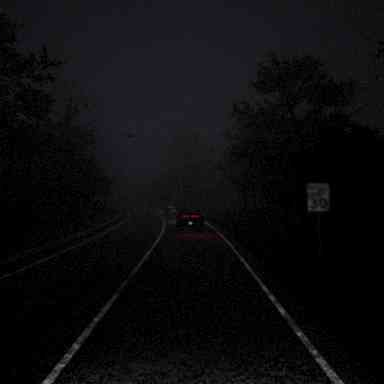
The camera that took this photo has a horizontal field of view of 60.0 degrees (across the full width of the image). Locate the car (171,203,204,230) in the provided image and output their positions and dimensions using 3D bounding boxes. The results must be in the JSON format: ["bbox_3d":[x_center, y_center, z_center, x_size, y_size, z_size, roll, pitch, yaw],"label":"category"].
[{"bbox_3d":[-0.235,1.798,23.560,2.128,1.511,4.902,0,-1,-3],"label":"car"}]

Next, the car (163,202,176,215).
[{"bbox_3d":[-2.564,2.034,41.969,2.128,1.511,4.902,1,-1,-11],"label":"car"}]
